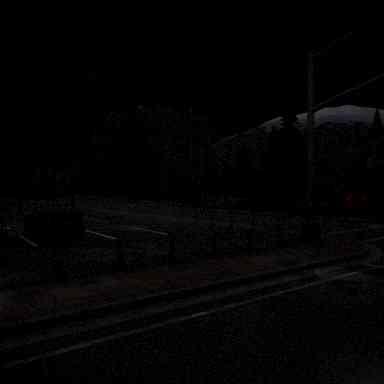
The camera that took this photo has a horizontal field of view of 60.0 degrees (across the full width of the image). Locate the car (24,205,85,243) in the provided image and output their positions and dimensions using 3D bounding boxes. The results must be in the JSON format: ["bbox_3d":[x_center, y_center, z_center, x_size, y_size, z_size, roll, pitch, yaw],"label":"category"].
[{"bbox_3d":[-6.367,1.340,15.306,2.007,1.523,4.514,0,0,-36],"label":"car"}]

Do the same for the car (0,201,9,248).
[{"bbox_3d":[-8.880,1.331,13.428,2.152,1.636,5.027,0,0,-36],"label":"car"}]

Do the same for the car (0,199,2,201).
[{"bbox_3d":[-21.607,1.374,36.413,1.845,1.501,3.633,0,0,-36],"label":"car"}]
